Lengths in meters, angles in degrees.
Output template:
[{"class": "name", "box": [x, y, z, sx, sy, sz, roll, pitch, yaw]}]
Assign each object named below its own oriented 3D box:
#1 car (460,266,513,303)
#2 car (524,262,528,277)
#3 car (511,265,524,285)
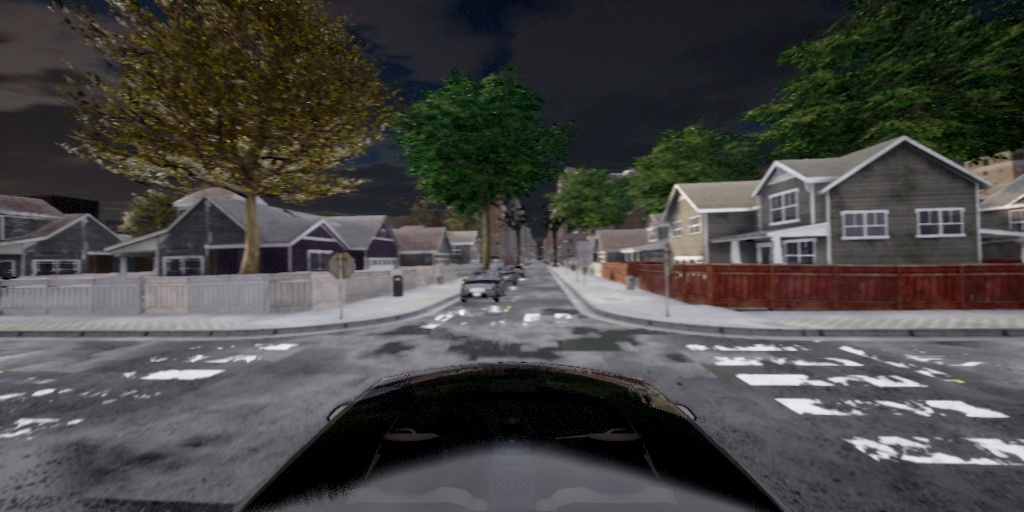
[{"class": "car", "box": [-1.357, 1.464, 18.320, 2.128, 1.511, 4.902, -1, -1, 5]}, {"class": "car", "box": [0.512, 1.727, 41.100, 1.812, 1.442, 4.674, -1, -1, 5]}, {"class": "car", "box": [-0.439, 1.576, 29.564, 2.128, 1.511, 4.902, -1, -1, 5]}]
